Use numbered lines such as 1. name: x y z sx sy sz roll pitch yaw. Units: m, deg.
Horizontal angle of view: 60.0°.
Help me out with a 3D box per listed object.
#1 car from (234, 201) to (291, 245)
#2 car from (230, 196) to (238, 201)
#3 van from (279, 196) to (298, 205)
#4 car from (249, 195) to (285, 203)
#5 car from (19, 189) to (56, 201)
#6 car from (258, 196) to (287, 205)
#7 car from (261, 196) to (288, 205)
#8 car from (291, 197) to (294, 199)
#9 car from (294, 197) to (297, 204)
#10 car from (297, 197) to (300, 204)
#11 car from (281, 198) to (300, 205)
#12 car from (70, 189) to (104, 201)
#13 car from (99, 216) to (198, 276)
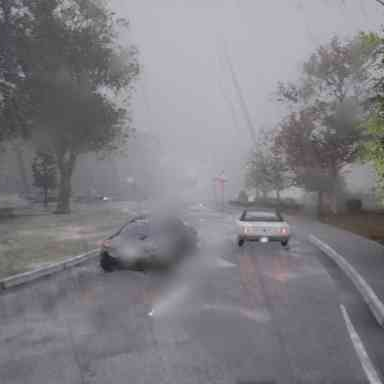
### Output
1. car: 2.770 1.321 13.971 1.895 1.301 4.718 0 2 5
2. car: 9.763 1.728 72.541 2.128 1.511 4.902 1 -2 23
3. van: 24.797 2.194 85.457 4.442 1.987 1.878 1 -1 23
4. car: 13.028 1.305 57.549 4.892 1.521 2.231 1 -2 23
5. car: -18.207 0.320 39.180 4.181 1.385 1.994 2 2 19
6. car: 15.157 1.536 62.624 4.892 1.521 2.231 1 -2 23
7. car: 16.235 1.679 65.151 4.792 1.488 2.163 1 -2 23
8. car: 19.360 1.839 72.801 4.553 1.767 2.185 1 -2 23
9. car: 21.507 2.195 77.871 4.674 1.452 2.002 1 -2 23
10. car: 23.652 2.363 82.945 4.792 1.488 2.163 1 -1 23
11. car: 26.799 2.576 90.585 4.892 1.521 2.231 1 -1 23
12. car: -12.781 0.337 40.448 4.181 1.385 1.994 1 2 30
13. car: -1.087 1.407 10.071 1.994 1.385 4.181 1 2 12
